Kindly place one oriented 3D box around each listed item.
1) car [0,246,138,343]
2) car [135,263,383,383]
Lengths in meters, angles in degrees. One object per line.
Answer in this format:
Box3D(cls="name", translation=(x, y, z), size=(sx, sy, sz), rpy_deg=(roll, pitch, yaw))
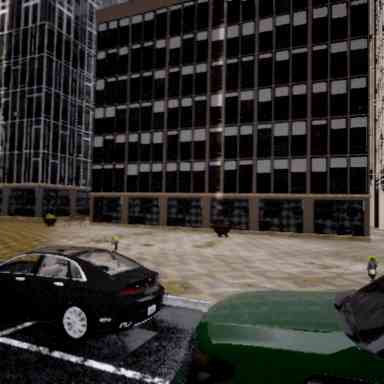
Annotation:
Box3D(cls="car", translation=(-2.689, 1.744, 6.551), size=(4.403, 1.369, 2.008), rpy_deg=(1, -3, 23))
Box3D(cls="car", translation=(2.567, 1.418, 2.377), size=(5.566, 2.045, 2.150), rpy_deg=(1, -2, 23))
